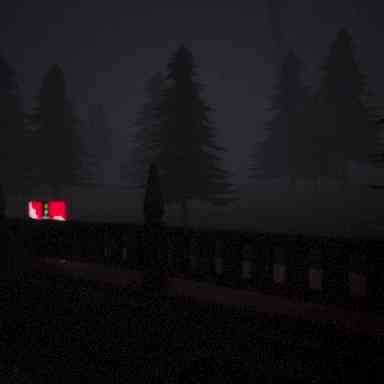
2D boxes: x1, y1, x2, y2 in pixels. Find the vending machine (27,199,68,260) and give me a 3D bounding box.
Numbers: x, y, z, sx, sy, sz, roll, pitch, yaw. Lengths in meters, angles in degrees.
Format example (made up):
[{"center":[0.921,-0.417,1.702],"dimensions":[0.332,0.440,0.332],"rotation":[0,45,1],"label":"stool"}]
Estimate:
[{"center":[-5.324,1.309,12.295],"dimensions":[0.880,2.100,1.100],"rotation":[-1,0,30],"label":"vending machine"}]
